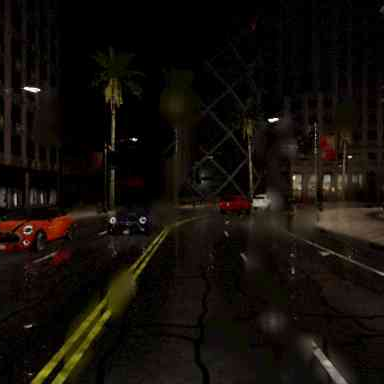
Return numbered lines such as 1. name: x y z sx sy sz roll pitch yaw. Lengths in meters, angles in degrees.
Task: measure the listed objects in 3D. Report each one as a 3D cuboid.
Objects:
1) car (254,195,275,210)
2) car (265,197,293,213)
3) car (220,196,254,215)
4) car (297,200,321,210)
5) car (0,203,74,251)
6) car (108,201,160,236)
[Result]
1. car: 10.473 1.451 45.738 2.150 2.045 5.566 0 0 42
2. car: 10.672 1.726 39.849 1.812 1.442 4.674 0 0 32
3. car: 4.857 1.406 36.754 2.150 2.045 5.566 0 0 25
4. car: 16.543 1.798 46.715 4.181 1.385 1.994 0 0 -43
5. car: -6.854 1.423 14.340 2.097 1.767 4.553 0 0 2
6. car: -3.187 1.446 18.974 2.097 1.767 4.553 0 0 4
